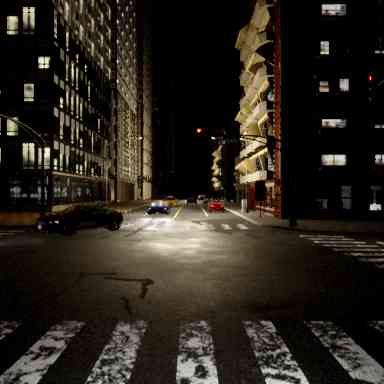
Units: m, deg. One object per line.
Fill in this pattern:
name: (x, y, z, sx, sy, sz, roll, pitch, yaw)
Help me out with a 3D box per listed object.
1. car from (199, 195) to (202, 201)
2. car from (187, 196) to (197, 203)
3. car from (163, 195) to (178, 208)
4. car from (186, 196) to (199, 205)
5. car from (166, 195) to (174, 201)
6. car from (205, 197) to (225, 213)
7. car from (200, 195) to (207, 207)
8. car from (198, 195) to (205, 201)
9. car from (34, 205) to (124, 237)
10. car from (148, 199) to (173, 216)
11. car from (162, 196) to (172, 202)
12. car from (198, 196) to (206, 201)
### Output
car: (2.607, 1.571, 55.782, 2.008, 1.369, 4.403, 0, 0, 0)
car: (-0.021, 1.594, 70.278, 1.994, 1.385, 4.181, 0, 0, 0)
car: (-3.139, 1.494, 50.013, 1.882, 1.535, 5.008, 0, 0, 1)
car: (0.007, 1.528, 59.967, 1.837, 1.490, 4.892, 0, 0, 0)
car: (-5.827, 1.595, 89.661, 1.887, 1.381, 4.507, 0, 0, 0)
car: (2.685, 1.591, 37.216, 1.802, 1.307, 4.206, 0, 0, 0)
car: (2.615, 1.567, 50.134, 2.008, 1.369, 4.403, 0, 0, 0)
car: (2.554, 1.491, 89.674, 1.967, 1.590, 4.097, 0, 0, 0)
car: (-5.776, 1.435, 17.691, 2.128, 1.511, 4.902, 1, 0, 34)
car: (-3.147, 1.607, 32.414, 1.895, 1.301, 4.718, 0, 0, 0)
car: (-5.809, 1.589, 78.363, 2.008, 1.369, 4.403, 0, 0, 0)
car: (2.563, 1.626, 84.025, 1.802, 1.307, 4.206, 0, 0, 0)
